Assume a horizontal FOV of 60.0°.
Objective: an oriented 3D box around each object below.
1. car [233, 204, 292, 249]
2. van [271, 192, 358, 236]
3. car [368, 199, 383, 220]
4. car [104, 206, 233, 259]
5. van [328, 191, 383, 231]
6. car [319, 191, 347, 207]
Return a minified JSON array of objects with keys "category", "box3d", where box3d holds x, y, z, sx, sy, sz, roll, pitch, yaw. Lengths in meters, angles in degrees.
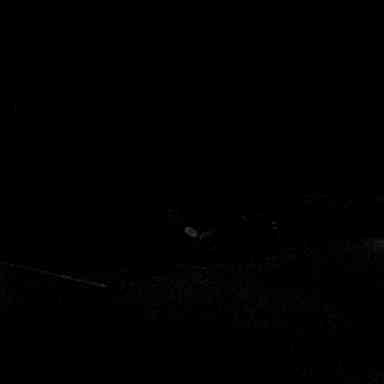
[{"category":"car","box3d":[1.321,1.415,14.044,4.892,1.521,2.231,-1,0,34]},{"category":"van","box3d":[6.024,1.141,17.551,4.442,1.987,1.878,-1,0,34]},{"category":"car","box3d":[15.778,1.294,24.376,4.792,1.488,2.163,-1,-1,34]},{"category":"car","box3d":[-1.117,1.313,12.337,4.553,1.767,2.185,-1,-1,34]},{"category":"van","box3d":[8.431,1.116,19.273,4.442,1.987,1.878,-1,0,34]},{"category":"car","box3d":[19.878,0.880,46.620,2.435,2.045,5.566,0,1,36]}]
